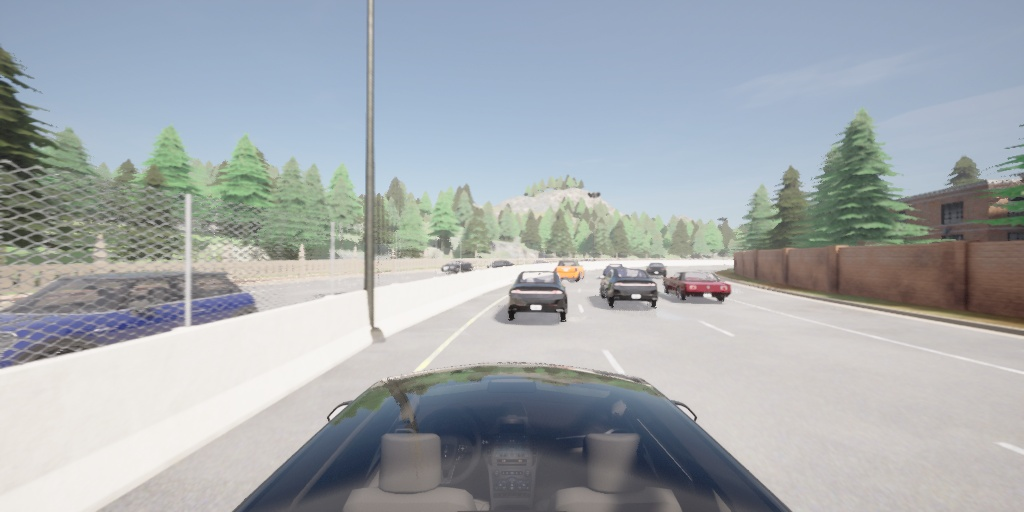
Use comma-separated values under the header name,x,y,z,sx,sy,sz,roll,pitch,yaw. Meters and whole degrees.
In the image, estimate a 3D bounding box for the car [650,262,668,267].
name,x,y,z,sx,sy,sz,roll,pitch,yaw
car,13.866,1.333,34.418,1.812,1.442,4.674,0,0,22

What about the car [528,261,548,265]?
name,x,y,z,sx,sy,sz,roll,pitch,yaw
car,3.318,1.310,45.640,2.033,1.411,5.357,0,0,26

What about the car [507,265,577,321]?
name,x,y,z,sx,sy,sz,roll,pitch,yaw
car,0.952,1.245,12.540,2.128,1.511,4.902,0,0,6

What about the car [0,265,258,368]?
name,x,y,z,sx,sy,sz,roll,pitch,yaw
car,-6.810,1.073,6.113,2.097,1.767,4.553,0,0,3

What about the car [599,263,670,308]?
name,x,y,z,sx,sy,sz,roll,pitch,yaw
car,4.907,1.262,15.485,2.128,1.511,4.902,0,0,9

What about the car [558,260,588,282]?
name,x,y,z,sx,sy,sz,roll,pitch,yaw
car,4.831,1.121,29.961,2.097,1.767,4.553,0,0,17

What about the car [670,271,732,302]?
name,x,y,z,sx,sy,sz,roll,pitch,yaw
car,8.760,1.388,17.481,1.895,1.301,4.718,0,0,11

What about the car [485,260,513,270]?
name,x,y,z,sx,sy,sz,roll,pitch,yaw
car,-1.474,1.248,43.434,1.837,1.490,4.892,0,0,25

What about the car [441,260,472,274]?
name,x,y,z,sx,sy,sz,roll,pitch,yaw
car,-6.271,1.215,40.985,2.128,1.511,4.902,0,0,22

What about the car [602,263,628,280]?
name,x,y,z,sx,sy,sz,roll,pitch,yaw
car,9.407,1.353,32.523,1.994,1.385,4.181,0,0,20
